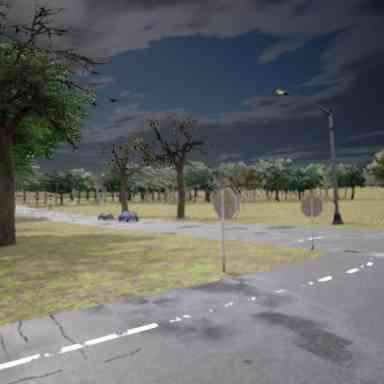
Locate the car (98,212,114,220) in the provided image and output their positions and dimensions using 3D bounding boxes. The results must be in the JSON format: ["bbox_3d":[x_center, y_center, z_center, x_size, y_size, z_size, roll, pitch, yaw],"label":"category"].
[{"bbox_3d":[-15.920,4.430,61.527,1.812,1.442,4.674,-2,-1,-34],"label":"car"}]

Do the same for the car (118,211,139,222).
[{"bbox_3d":[-10.277,3.840,53.314,2.097,1.767,4.553,-2,-1,-34],"label":"car"}]
